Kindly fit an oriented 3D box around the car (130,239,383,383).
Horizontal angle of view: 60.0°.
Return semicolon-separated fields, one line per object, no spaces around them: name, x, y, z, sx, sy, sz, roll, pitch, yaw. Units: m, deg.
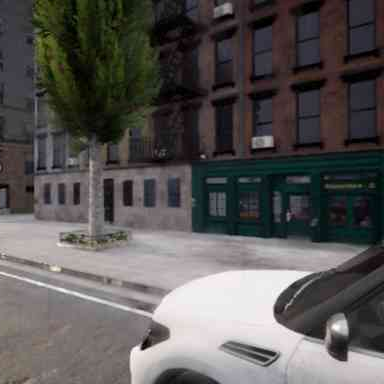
car;2.089;1.219;2.198;5.566;2.045;2.150;0;0;36
